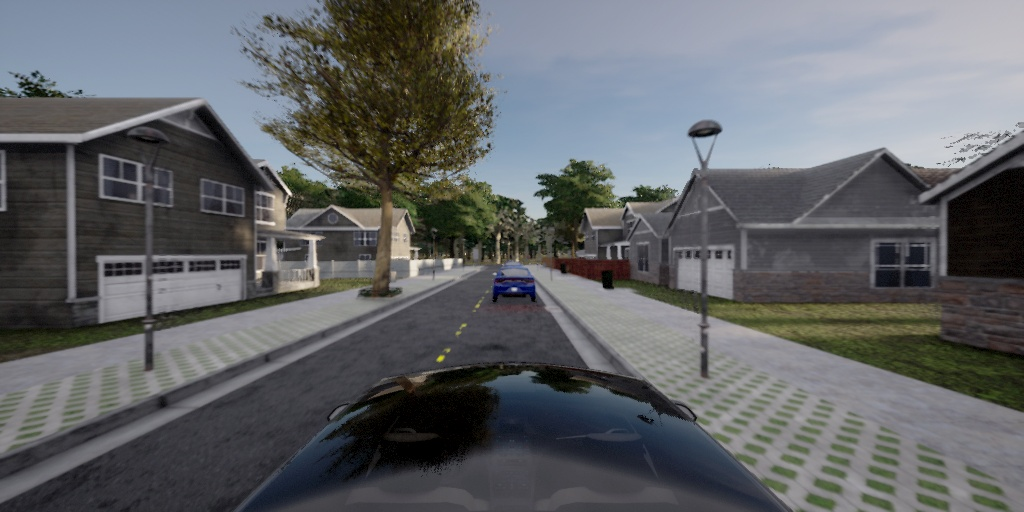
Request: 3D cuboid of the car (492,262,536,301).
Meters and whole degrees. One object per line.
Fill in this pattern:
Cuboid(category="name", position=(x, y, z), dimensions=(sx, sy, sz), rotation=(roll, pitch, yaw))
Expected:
Cuboid(category="car", position=(0.096, 1.228, 17.219), dimensions=(1.882, 1.535, 5.008), rotation=(0, 0, 0))
